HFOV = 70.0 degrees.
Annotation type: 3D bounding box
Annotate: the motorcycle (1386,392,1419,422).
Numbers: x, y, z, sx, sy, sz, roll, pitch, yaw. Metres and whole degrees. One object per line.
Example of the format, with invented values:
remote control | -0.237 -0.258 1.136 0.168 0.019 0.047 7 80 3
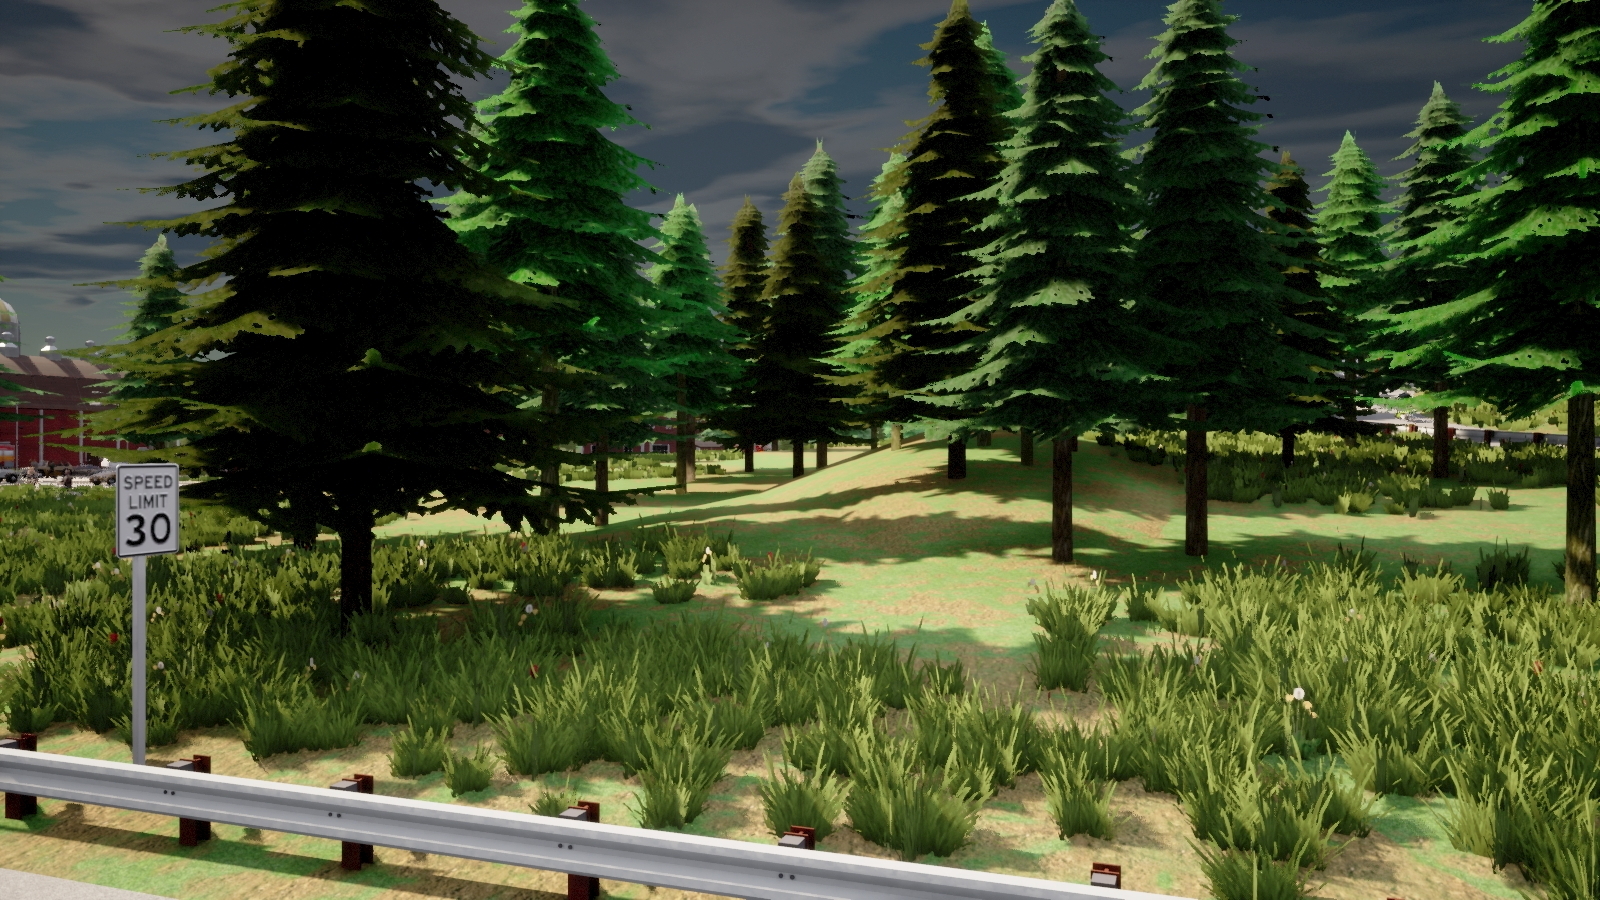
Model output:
motorcycle | 28.966 -2.081 54.960 0.856 1.316 1.805 1 5 11
